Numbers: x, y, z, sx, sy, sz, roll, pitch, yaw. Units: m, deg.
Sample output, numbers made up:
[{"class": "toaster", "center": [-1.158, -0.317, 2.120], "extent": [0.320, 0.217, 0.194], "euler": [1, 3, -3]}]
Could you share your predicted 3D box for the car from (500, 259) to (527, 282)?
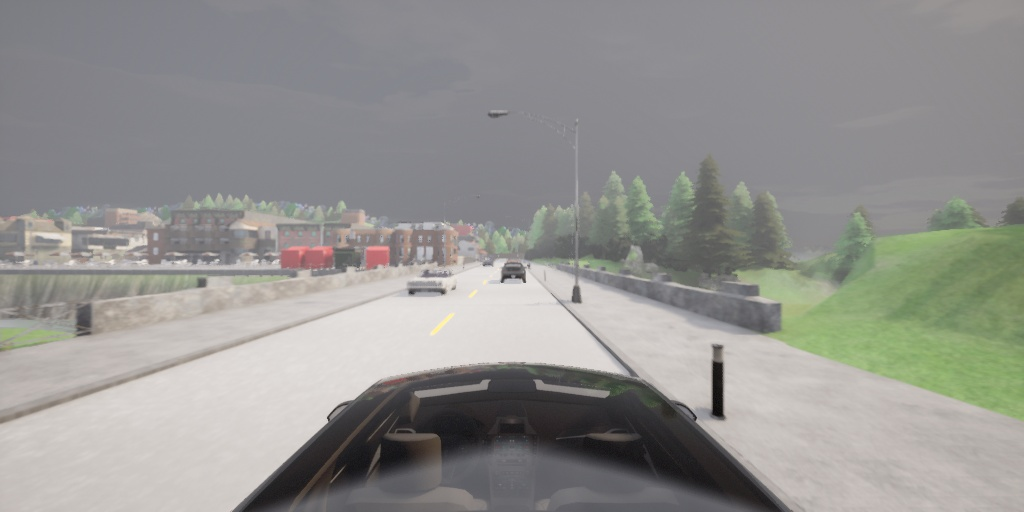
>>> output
[{"class": "car", "center": [0.107, 1.222, 28.287], "extent": [1.837, 1.490, 4.892], "euler": [0, 0, 0]}]

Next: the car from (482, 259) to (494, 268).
[{"class": "car", "center": [-4.017, 1.224, 61.369], "extent": [2.033, 1.411, 5.357], "euler": [0, 0, 1]}]

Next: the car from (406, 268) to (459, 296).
[{"class": "car", "center": [-4.092, 1.329, 19.076], "extent": [1.895, 1.301, 4.718], "euler": [0, 0, 0]}]
